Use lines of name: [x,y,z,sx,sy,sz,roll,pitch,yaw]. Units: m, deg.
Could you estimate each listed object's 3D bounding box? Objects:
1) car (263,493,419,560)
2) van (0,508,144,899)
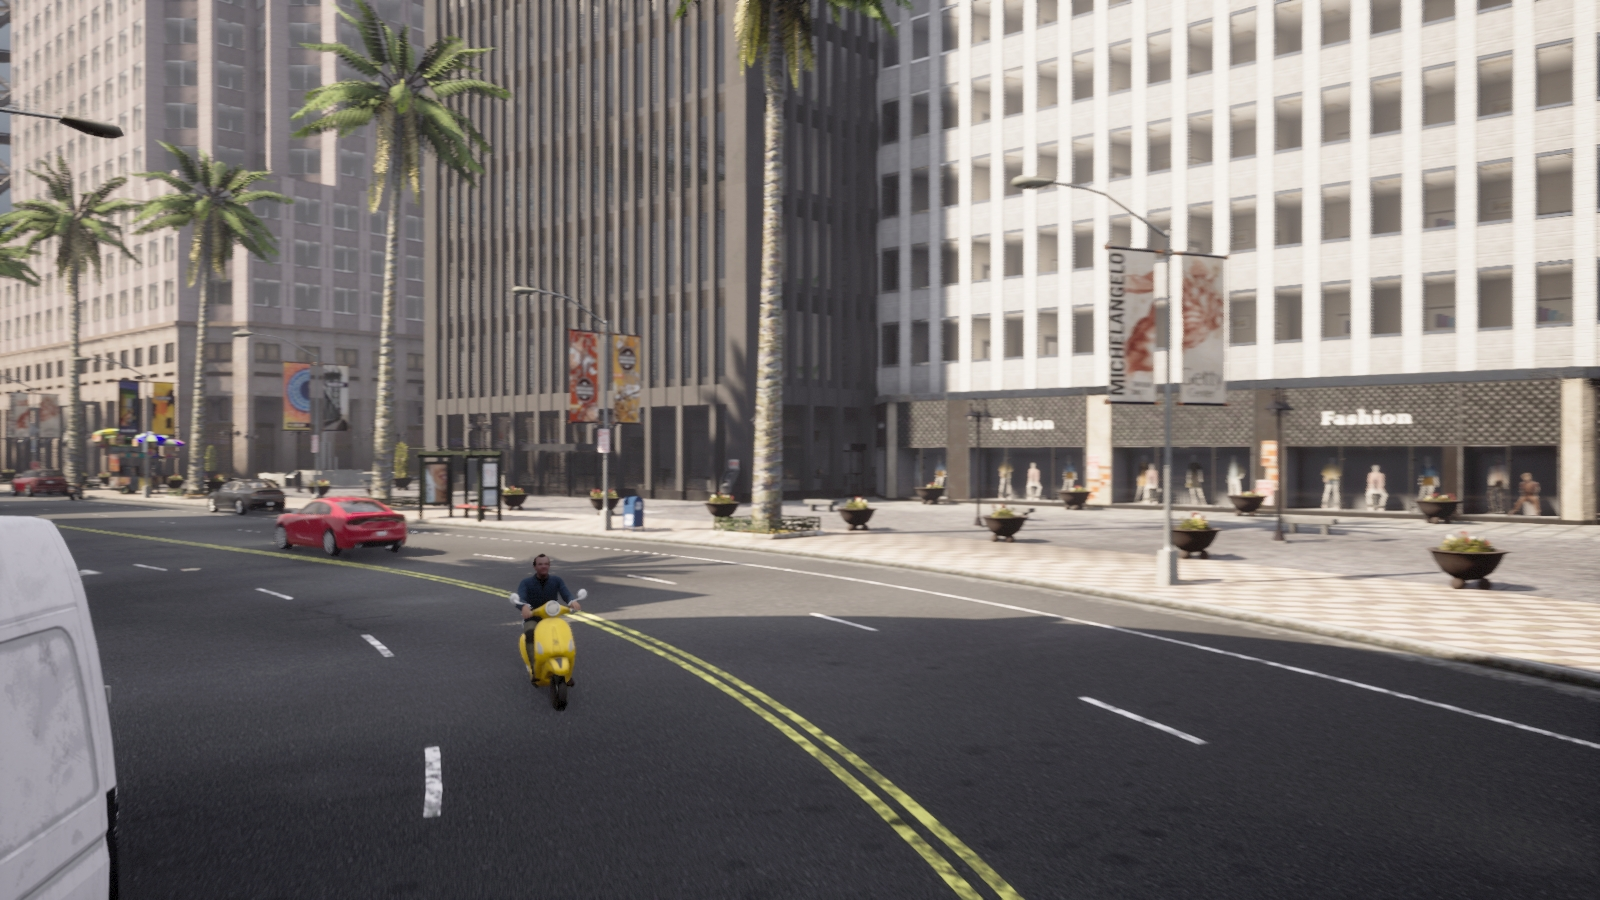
car: [-12.816,2.048,31.760,5.006,1.535,2.097,0,0,43]
van: [-3.610,1.538,2.179,1.988,2.561,5.915,0,0,-8]
